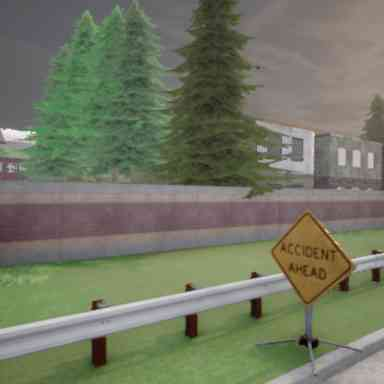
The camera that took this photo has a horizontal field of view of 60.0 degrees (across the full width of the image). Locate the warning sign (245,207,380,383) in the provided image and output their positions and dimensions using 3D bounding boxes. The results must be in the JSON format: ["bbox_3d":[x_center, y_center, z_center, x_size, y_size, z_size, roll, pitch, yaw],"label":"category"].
[{"bbox_3d":[1.561,1.156,4.430,1.060,1.860,1.300,1,0,-35],"label":"warning sign"}]
